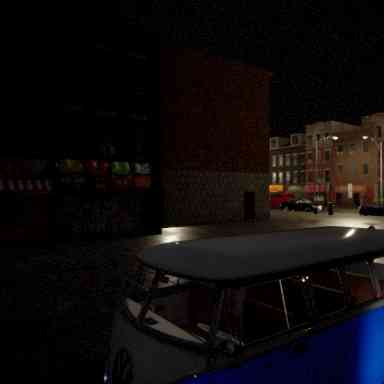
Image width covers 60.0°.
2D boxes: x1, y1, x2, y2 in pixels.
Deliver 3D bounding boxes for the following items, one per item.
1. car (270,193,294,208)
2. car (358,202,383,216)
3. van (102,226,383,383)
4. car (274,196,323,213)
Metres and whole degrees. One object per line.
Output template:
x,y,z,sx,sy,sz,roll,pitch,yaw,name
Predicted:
10.976,1.199,43.291,2.150,2.045,5.566,0,0,-35,car
17.125,1.571,29.575,1.994,1.385,4.181,0,0,-35,car
1.075,1.341,3.587,3.998,1.788,1.690,0,0,-36,van
12.006,1.491,36.762,2.128,1.511,4.902,0,0,-35,car
